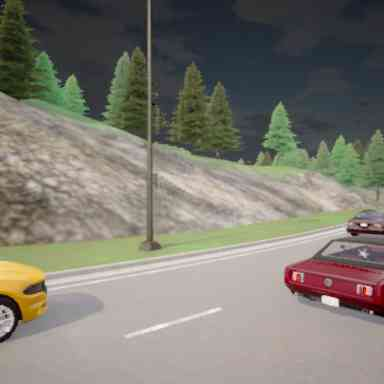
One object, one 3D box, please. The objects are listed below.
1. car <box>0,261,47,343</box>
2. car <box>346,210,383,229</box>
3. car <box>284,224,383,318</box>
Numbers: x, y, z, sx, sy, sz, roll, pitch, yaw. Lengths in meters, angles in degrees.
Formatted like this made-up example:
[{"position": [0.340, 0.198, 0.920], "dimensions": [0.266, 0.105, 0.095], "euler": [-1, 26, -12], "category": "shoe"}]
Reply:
[{"position": [-4.802, 1.528, 4.788], "dimensions": [5.008, 1.535, 1.882], "euler": [0, 0, -34], "category": "car"}, {"position": [10.048, 1.662, 18.129], "dimensions": [2.033, 1.411, 5.357], "euler": [0, -1, 41], "category": "car"}, {"position": [4.121, 1.649, 7.346], "dimensions": [4.718, 1.301, 1.895], "euler": [0, -1, -41], "category": "car"}]
